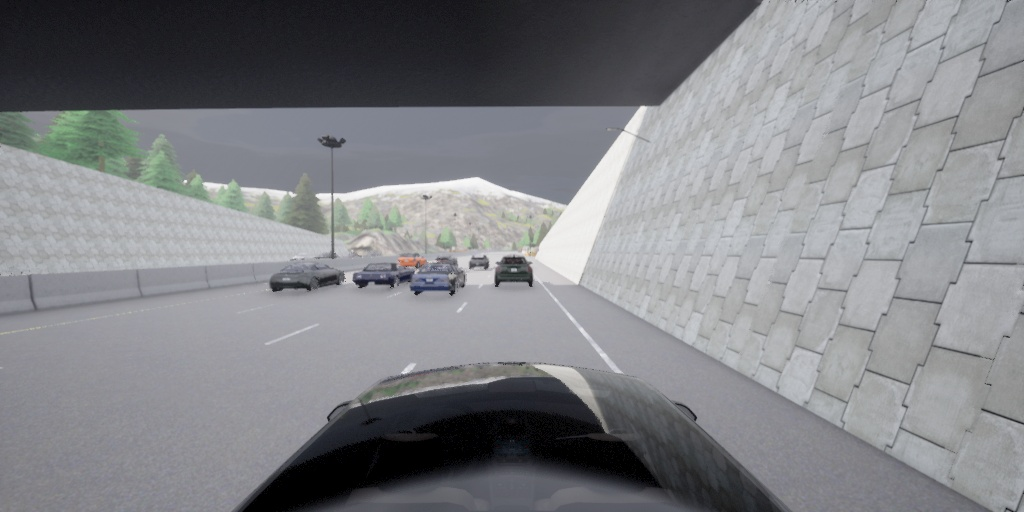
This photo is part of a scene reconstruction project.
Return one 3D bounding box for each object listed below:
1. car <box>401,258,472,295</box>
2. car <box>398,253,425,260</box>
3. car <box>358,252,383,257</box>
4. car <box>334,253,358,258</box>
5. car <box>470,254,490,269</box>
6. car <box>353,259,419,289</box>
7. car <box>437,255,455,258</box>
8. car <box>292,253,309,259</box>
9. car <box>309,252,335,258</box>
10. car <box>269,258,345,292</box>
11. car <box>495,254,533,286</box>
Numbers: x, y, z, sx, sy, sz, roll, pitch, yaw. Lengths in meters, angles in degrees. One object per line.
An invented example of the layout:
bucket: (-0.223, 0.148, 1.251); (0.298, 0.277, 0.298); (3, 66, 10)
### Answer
car: (-3.391, 1.007, 17.283); (2.033, 1.411, 5.357); (0, 1, 0)
car: (-10.379, 0.437, 37.341); (2.097, 1.767, 4.553); (0, 1, 0)
car: (-20.970, 0.189, 54.152); (1.837, 1.490, 4.892); (0, 1, 0)
car: (-24.470, 0.382, 54.158); (1.994, 1.385, 4.181); (0, 1, 0)
car: (-3.380, 0.571, 37.607); (2.128, 1.511, 4.902); (0, 1, 0)
car: (-6.890, 1.012, 19.830); (1.895, 1.301, 4.718); (0, 1, 0)
car: (-6.879, 0.583, 37.671); (1.837, 1.490, 4.892); (0, 1, 0)
car: (-31.470, 0.342, 54.161); (1.812, 1.442, 4.674); (0, 1, 0)
car: (-27.970, 0.189, 54.156); (1.837, 1.490, 4.892); (0, 1, 0)
car: (-10.391, 1.000, 18.519); (1.994, 1.385, 4.181); (0, 1, 0)
car: (0.111, 0.738, 21.185); (2.097, 1.767, 4.553); (0, 1, 0)
